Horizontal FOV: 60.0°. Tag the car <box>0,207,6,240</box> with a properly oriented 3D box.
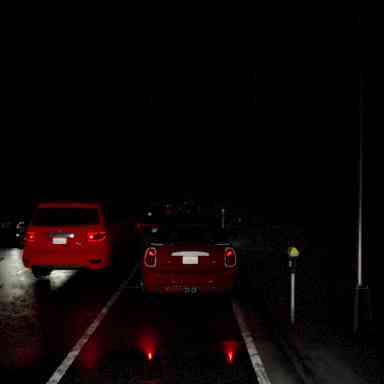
[{"bbox_3d":[-8.823,1.435,16.181,1.967,1.590,4.097,-1,0,0],"label":"car"}]

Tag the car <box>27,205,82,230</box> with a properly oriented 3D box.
[{"bbox_3d":[-8.821,1.575,21.767,1.802,1.307,4.206,-1,0,0],"label":"car"}]

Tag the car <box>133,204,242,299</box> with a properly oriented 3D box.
[{"bbox_3d":[-0.033,1.350,8.622,2.097,1.767,4.553,0,0,0],"label":"car"}]

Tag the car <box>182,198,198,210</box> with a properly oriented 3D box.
[{"bbox_3d":[-0.277,1.543,44.111,1.947,1.339,4.313,-1,0,0],"label":"car"}]

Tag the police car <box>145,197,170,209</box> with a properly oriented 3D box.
[{"bbox_3d":[-3.146,1.415,27.307,1.930,1.638,5.238,0,0,0],"label":"police car"}]

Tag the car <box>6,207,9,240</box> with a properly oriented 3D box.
[{"bbox_3d":[-6.246,1.348,15.507,2.097,1.767,4.553,0,0,0],"label":"car"}]

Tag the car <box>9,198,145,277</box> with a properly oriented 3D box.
[{"bbox_3d":[-3.044,1.220,10.389,2.150,2.045,5.566,0,0,0],"label":"car"}]

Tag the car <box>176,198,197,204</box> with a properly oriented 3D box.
[{"bbox_3d":[-0.280,1.537,32.939,2.008,1.369,4.403,-1,0,0],"label":"car"}]

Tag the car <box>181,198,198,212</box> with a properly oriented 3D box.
[{"bbox_3d":[-0.279,1.507,38.694,1.752,1.417,4.829,-1,0,0],"label":"car"}]

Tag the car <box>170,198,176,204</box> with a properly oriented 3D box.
[{"bbox_3d":[-3.045,1.482,43.635,1.837,1.490,4.892,0,0,0],"label":"car"}]

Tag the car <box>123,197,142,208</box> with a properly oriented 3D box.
[{"bbox_3d":[-8.821,1.516,49.695,1.887,1.381,4.507,-1,0,0],"label":"car"}]

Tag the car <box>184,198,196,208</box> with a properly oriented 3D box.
[{"bbox_3d":[-0.276,1.554,49.696,1.802,1.307,4.206,-1,0,0],"label":"car"}]
